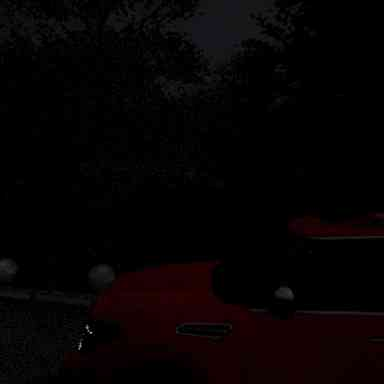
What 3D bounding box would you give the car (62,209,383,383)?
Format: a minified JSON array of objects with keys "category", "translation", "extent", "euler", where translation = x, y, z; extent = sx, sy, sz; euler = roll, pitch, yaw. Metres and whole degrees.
[{"category":"car","translation":[1.636,1.213,3.255],"extent":[5.566,2.045,2.150],"euler":[0,0,10]}]
